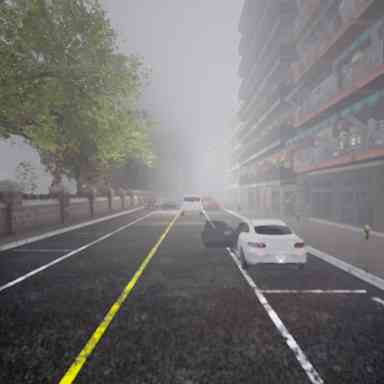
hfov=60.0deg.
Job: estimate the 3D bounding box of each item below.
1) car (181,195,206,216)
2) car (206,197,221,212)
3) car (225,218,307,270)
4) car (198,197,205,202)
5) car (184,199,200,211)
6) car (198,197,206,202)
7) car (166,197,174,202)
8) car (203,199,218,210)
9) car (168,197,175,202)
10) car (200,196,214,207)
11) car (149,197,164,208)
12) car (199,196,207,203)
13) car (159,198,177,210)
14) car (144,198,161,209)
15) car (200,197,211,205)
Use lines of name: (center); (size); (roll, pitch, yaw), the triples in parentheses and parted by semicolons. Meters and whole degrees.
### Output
car: (0.029, 1.375, 34.233); (2.150, 2.045, 5.566); (0, -1, 1)
car: (2.670, 1.743, 42.480); (1.887, 1.381, 4.507); (0, 0, 0)
car: (2.348, 1.575, 11.089); (1.812, 1.442, 4.674); (0, 0, 0)
car: (2.645, 2.010, 93.322); (1.752, 1.417, 4.829); (0, 0, 0)
car: (-0.015, 1.766, 46.275); (2.033, 1.411, 5.357); (0, 0, 0)
car: (2.649, 2.015, 87.521); (1.947, 1.339, 4.313); (0, 0, 0)
car: (-5.732, 2.000, 87.516); (2.008, 1.369, 4.403); (0, 0, 0)
car: (2.667, 1.773, 48.110); (1.887, 1.381, 4.507); (0, 0, 0)
car: (-5.735, 2.008, 92.977); (1.752, 1.417, 4.829); (0, 0, 0)
car: (2.661, 1.604, 59.370); (2.192, 1.841, 5.009); (0, 0, 0)
car: (-5.716, 1.699, 53.735); (1.967, 1.590, 4.097); (0, 0, 0)
car: (2.650, 1.855, 81.891); (1.967, 1.590, 4.097); (0, 0, 0)
car: (-3.047, 1.820, 46.297); (1.895, 1.301, 4.718); (0, 0, 0)
car: (-5.714, 1.669, 48.106); (1.967, 1.590, 4.097); (0, 0, 0)
car: (2.659, 1.759, 65.001); (1.967, 1.590, 4.097); (0, 0, 0)
